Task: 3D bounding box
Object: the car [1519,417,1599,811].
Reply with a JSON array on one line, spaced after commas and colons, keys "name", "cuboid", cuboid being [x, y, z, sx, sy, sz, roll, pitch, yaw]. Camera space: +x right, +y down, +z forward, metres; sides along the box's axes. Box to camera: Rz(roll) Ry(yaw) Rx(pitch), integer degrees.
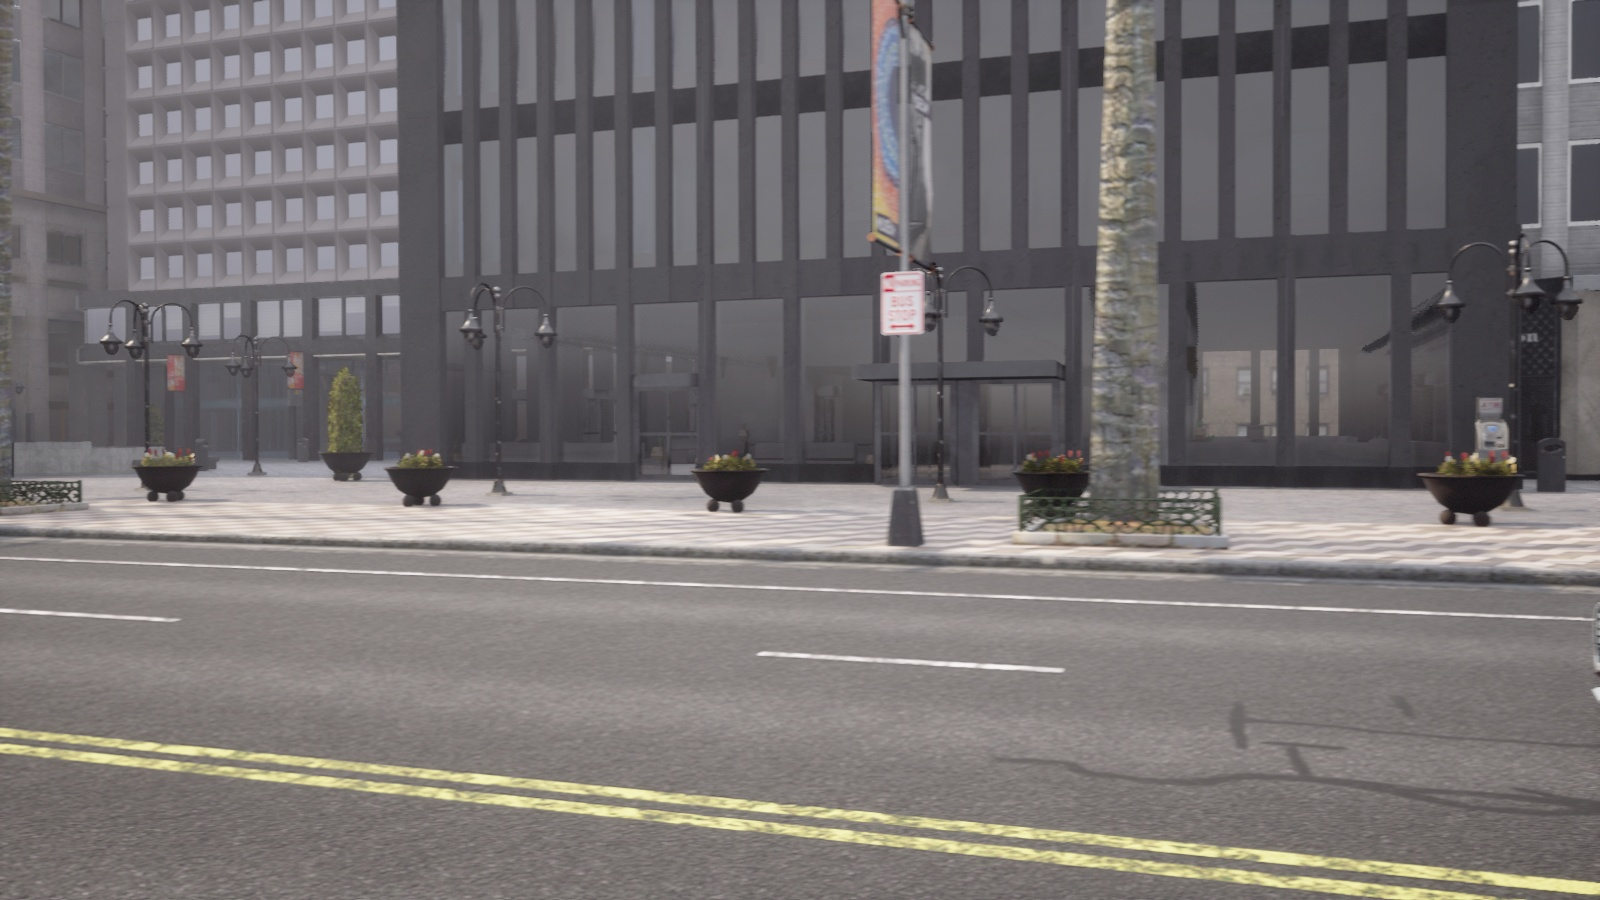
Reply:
[{"name": "car", "cuboid": [5.807, 0.699, 4.931, 4.856, 1.649, 2.033, 1, 1, 19]}]
